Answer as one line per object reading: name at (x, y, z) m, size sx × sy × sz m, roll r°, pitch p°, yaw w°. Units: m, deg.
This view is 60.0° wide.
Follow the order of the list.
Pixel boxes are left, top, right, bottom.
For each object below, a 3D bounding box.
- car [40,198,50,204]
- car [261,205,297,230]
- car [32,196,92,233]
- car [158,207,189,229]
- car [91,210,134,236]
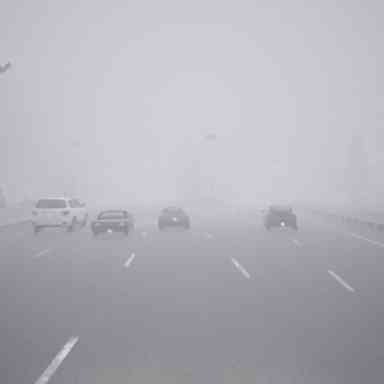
car at (-33.467, 2.012, 75.907) m, size 1.994 × 1.385 × 4.181 m, roll 0°, pitch 0°, yaw -22°
car at (5.726, 1.613, 21.911) m, size 1.837 × 1.490 × 4.892 m, roll -1°, pitch 0°, yaw 9°
car at (-8.120, 1.348, 20.873) m, size 2.150 × 2.045 × 5.566 m, roll 0°, pitch 0°, yaw -6°
car at (-1.324, 1.688, 22.796) m, size 1.994 × 1.385 × 4.181 m, roll 0°, pitch 0°, yaw -6°
car at (-4.446, 1.711, 19.276) m, size 1.895 × 1.301 × 4.718 m, roll 0°, pitch 0°, yaw -6°
